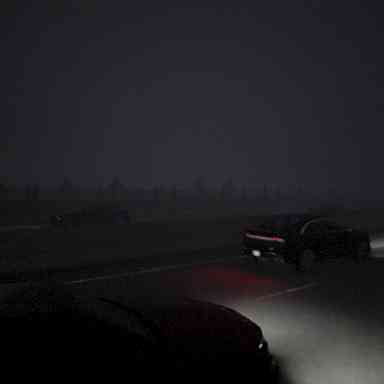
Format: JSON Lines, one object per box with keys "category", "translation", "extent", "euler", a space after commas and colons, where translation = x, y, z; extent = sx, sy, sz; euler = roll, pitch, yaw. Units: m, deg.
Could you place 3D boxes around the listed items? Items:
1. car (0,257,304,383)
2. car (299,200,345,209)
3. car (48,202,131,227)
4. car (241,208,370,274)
{"category": "car", "translation": [-1.325, 1.518, 2.709], "extent": [4.674, 1.442, 1.812], "euler": [0, 0, -36]}
{"category": "car", "translation": [11.261, 1.447, 28.758], "extent": [4.902, 1.511, 2.128], "euler": [0, 0, -34]}
{"category": "car", "translation": [-6.343, 1.429, 20.865], "extent": [5.008, 1.535, 1.882], "euler": [0, 0, -35]}
{"category": "car", "translation": [3.766, 1.474, 10.587], "extent": [4.902, 1.511, 2.128], "euler": [0, 0, -35]}
